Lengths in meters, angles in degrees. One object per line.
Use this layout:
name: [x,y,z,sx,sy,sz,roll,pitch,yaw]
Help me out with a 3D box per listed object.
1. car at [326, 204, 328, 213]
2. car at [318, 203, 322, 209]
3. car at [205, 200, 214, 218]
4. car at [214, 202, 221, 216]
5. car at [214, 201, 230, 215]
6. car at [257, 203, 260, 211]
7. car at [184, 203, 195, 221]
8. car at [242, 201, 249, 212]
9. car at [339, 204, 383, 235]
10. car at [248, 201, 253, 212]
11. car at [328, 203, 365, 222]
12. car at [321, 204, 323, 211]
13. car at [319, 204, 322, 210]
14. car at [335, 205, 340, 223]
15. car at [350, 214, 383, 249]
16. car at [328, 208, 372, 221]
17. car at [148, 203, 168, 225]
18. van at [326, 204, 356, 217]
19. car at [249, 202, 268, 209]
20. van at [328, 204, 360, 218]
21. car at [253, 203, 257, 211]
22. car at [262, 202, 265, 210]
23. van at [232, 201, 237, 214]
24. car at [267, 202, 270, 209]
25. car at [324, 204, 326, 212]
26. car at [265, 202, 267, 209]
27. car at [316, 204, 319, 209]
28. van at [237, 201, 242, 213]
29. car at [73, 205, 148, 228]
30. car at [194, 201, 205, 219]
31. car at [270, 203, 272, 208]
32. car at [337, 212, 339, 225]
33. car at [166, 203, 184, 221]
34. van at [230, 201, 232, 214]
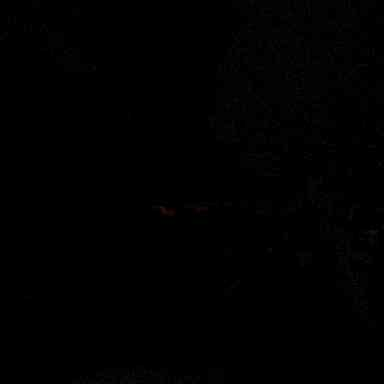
car: [18.618,2.545,37.465,5.566,2.045,2.435,3,-1,0]
car: [34.930,4.215,82.812,5.008,1.535,2.097,3,-1,-2]
car: [-0.111,2.098,39.103,4.553,1.767,2.185,1,-1,0]
car: [0.886,2.352,41.896,4.674,1.452,2.002,1,-2,0]
car: [1.899,2.150,44.688,5.566,2.045,2.435,1,-1,0]
car: [10.352,3.115,67.011,5.366,1.575,1.946,1,-2,0]
car: [-2.334,2.062,33.142,4.792,1.488,2.163,1,-2,0]
car: [6.240,2.759,55.847,5.366,1.575,1.946,1,-2,0]
car: [11.292,1.907,17.736,5.566,2.045,2.435,3,-1,1]
car: [8.144,2.966,61.429,4.792,1.488,2.163,1,-2,0]
car: [16.524,2.366,31.830,5.566,2.045,2.435,3,-1,0]
car: [30.053,3.781,68.523,4.892,1.521,2.231,3,-1,0]
car: [33.027,4.042,77.085,5.008,1.535,2.097,3,-1,-2]
car: [15.464,2.402,29.025,4.553,1.767,2.185,3,-1,1]
car: [10.378,2.057,14.895,5.366,1.575,1.946,3,-1,1]
car: [21.772,3.066,45.914,5.008,1.535,2.097,3,-1,0]
car: [-4.719,1.830,26.778,4.892,1.521,2.231,1,-1,0]
van: [26.882,3.283,60.017,4.442,1.987,1.878,3,-1,0]
car: [17.840,3.688,89.429,4.553,1.767,2.185,1,-2,-2]
van: [24.798,3.104,54.367,4.442,1.987,1.878,3,-1,0]
car: [9.122,2.774,64.219,5.566,2.045,2.435,1,-1,0]
car: [13.175,3.380,75.381,5.008,1.535,2.097,1,-1,0]
van: [4.109,2.356,50.272,4.442,1.987,1.878,1,-2,0]
car: [16.968,3.728,86.602,5.008,1.535,2.097,1,-1,-2]
car: [20.764,2.727,43.109,5.566,2.045,2.435,3,-1,0]
car: [15.063,3.583,80.979,4.792,1.488,2.163,1,-1,-1]
car: [35.830,4.048,85.689,5.566,2.045,2.435,3,-1,-3]
van: [5.141,2.446,53.065,4.442,1.987,1.878,1,-2,0]
car: [-5.913,1.727,23.602,4.892,1.521,2.231,1,-2,0]
car: [-1.209,2.008,36.322,4.553,1.767,2.185,1,-2,0]
car: [18.573,3.893,92.235,5.366,1.575,1.946,1,-1,-2]
car: [13.380,2.349,23.377,5.008,1.535,2.097,3,-1,1]
car: [-3.728,1.924,29.955,5.366,1.575,1.946,1,-1,0]
van: [3.078,2.267,47.481,4.442,1.987,1.878,1,-2,0]
